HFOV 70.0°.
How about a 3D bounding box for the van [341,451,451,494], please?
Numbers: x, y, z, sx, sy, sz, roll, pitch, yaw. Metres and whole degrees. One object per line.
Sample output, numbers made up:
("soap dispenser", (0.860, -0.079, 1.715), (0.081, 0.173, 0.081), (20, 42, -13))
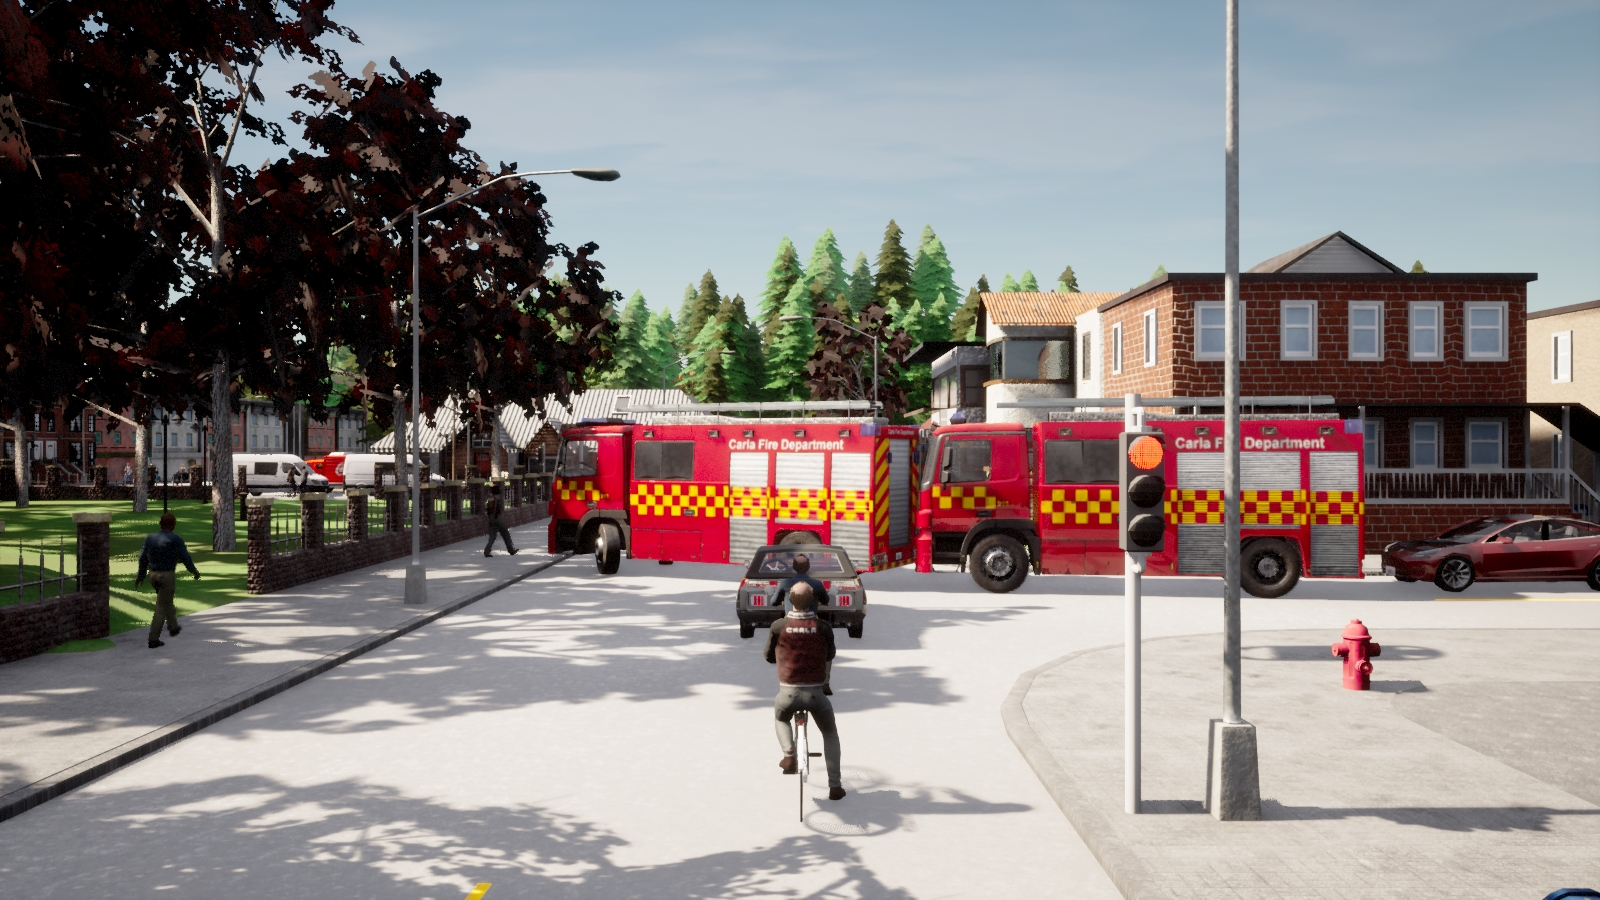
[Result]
("van", (-24.299, 1.314, 68.785), (5.915, 2.561, 1.988), (0, 0, 1))

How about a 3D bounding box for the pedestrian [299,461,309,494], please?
("pedestrian", (-27.561, 1.525, 63.533), (0.375, 1.860, 0.375), (0, 0, 10))

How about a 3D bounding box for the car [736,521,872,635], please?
("car", (0.052, 1.935, 18.331), (1.895, 1.301, 4.718), (0, 0, 0))

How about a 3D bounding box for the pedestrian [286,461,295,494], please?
("pedestrian", (-28.325, 1.523, 63.531), (0.375, 1.860, 0.375), (0, 0, -7))

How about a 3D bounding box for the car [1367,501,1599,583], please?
("car", (14.540, 1.843, 23.389), (4.792, 1.488, 2.163), (0, 0, 0))

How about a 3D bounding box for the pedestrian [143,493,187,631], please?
("pedestrian", (-8.721, 1.525, 15.694), (0.375, 1.860, 0.375), (0, 0, 5))

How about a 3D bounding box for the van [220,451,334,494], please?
("van", (-31.465, 1.314, 68.839), (5.915, 2.561, 1.988), (0, 0, 1))

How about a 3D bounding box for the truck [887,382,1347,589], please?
("truck", (6.135, 0.669, 23.198), (8.468, 3.827, 2.891), (0, 0, 9))

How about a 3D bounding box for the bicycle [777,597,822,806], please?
("bicycle", (-0.005, 1.940, 9.200), (0.329, 1.271, 1.835), (0, 0, 0))

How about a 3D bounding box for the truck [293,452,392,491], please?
("truck", (-29.092, 1.345, 72.766), (5.204, 2.467, 2.627), (0, 0, 0))

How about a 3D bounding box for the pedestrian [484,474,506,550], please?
("pedestrian", (-7.538, 1.525, 28.264), (0.375, 1.860, 0.375), (0, 0, 41))

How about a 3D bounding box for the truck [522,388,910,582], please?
("truck", (-2.012, 0.672, 25.772), (8.468, 3.827, 2.891), (0, 0, 28))
